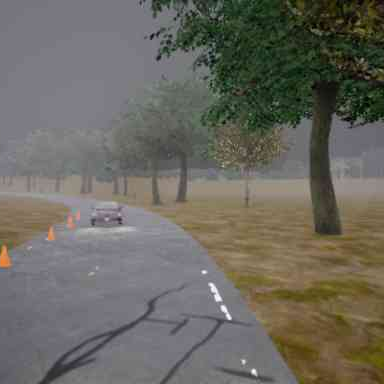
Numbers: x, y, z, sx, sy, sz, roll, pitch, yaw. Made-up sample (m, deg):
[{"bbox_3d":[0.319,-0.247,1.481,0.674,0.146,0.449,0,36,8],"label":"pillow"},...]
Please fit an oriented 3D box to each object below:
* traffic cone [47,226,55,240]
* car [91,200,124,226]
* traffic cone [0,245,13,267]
[{"bbox_3d":[-6.145,1.789,14.530,0.340,0.580,0.340,0,1,-9],"label":"traffic cone"},{"bbox_3d":[-5.375,1.264,21.159,1.812,1.442,4.674,0,1,-14],"label":"car"},{"bbox_3d":[-5.466,1.847,9.711,0.340,0.580,0.340,0,1,-7],"label":"traffic cone"}]
